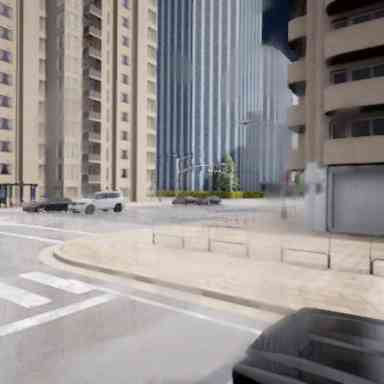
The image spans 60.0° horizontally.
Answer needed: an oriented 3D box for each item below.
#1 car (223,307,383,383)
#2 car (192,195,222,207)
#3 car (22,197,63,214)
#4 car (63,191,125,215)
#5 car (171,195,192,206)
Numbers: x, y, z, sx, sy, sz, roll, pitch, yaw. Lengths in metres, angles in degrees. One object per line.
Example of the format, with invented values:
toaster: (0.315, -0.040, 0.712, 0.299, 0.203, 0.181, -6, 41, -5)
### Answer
car: (2.564, 1.612, 2.123, 4.718, 1.301, 1.895, 1, 0, 36)
car: (2.463, 1.261, 47.130, 1.837, 1.490, 4.892, 1, 0, 35)
car: (-13.160, 1.218, 30.917, 1.837, 1.490, 4.892, 1, 1, 35)
car: (-8.743, 0.971, 31.136, 2.150, 2.045, 5.566, 1, 1, 35)
car: (-1.032, 1.237, 48.248, 1.812, 1.442, 4.674, 1, 0, 35)
